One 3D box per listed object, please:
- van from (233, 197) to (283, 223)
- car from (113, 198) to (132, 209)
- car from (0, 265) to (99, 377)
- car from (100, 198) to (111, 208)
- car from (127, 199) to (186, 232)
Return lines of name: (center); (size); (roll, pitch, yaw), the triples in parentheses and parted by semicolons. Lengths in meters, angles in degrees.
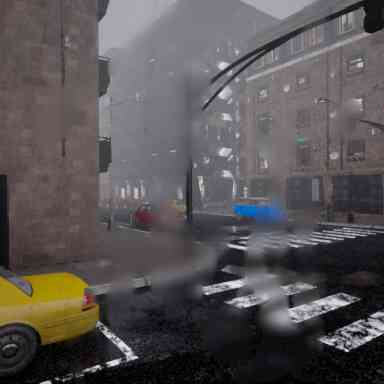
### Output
van: (4.864, 1.280, 24.880); (1.690, 1.788, 3.998); (0, 0, -36)
car: (-8.440, 1.463, 43.206); (1.887, 1.381, 4.507); (-1, 0, -36)
car: (-3.634, 1.525, 3.972); (4.829, 1.417, 1.752); (0, 0, -36)
car: (-11.766, 1.463, 47.787); (1.887, 1.381, 4.507); (-1, 0, -36)
car: (-1.928, 1.440, 19.972); (1.967, 1.590, 4.097); (0, 0, -36)
